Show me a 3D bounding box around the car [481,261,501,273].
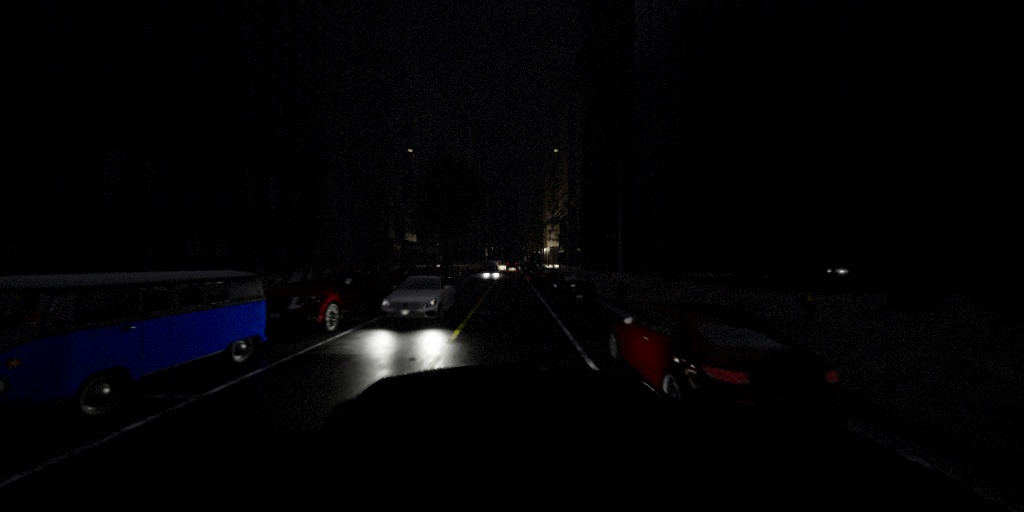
[{"bbox_3d":[-3.065,1.871,53.866,1.895,1.301,4.718,0,-1,0],"label":"car"}]

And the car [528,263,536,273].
[{"bbox_3d":[2.765,1.592,34.097,1.751,1.417,4.829,0,0,0],"label":"car"}]

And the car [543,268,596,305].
[{"bbox_3d":[2.764,1.449,16.895,2.007,1.370,4.403,0,0,0],"label":"car"}]

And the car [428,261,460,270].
[{"bbox_3d":[-5.760,1.325,28.243,2.192,1.841,5.009,0,0,0],"label":"car"}]

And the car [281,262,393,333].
[{"bbox_3d":[-5.762,1.158,11.212,2.192,1.841,5.009,0,0,0],"label":"car"}]

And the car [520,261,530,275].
[{"bbox_3d":[2.358,1.697,46.345,1.837,1.490,4.892,0,-1,0],"label":"car"}]

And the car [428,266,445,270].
[{"bbox_3d":[-5.761,1.520,22.566,1.948,1.339,4.313,0,0,0],"label":"car"}]

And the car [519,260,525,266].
[{"bbox_3d":[2.768,1.908,62.313,2.007,1.370,4.403,0,0,0],"label":"car"}]

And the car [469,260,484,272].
[{"bbox_3d":[-5.758,1.824,56.458,1.751,1.417,4.829,0,0,0],"label":"car"}]

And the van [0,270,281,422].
[{"bbox_3d":[-5.762,1.128,5.535,1.690,1.789,3.998,0,0,0],"label":"van"}]

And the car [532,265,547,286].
[{"bbox_3d":[2.765,1.592,28.250,1.802,1.307,4.207,0,0,0],"label":"car"}]

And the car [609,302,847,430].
[{"bbox_3d":[2.763,1.369,5.541,1.802,1.307,4.207,0,0,0],"label":"car"}]

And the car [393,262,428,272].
[{"bbox_3d":[-5.761,1.213,16.889,2.192,1.841,5.009,0,0,0],"label":"car"}]

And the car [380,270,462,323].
[{"bbox_3d":[-3.099,1.383,12.711,1.812,1.442,4.674,0,-1,0],"label":"car"}]
